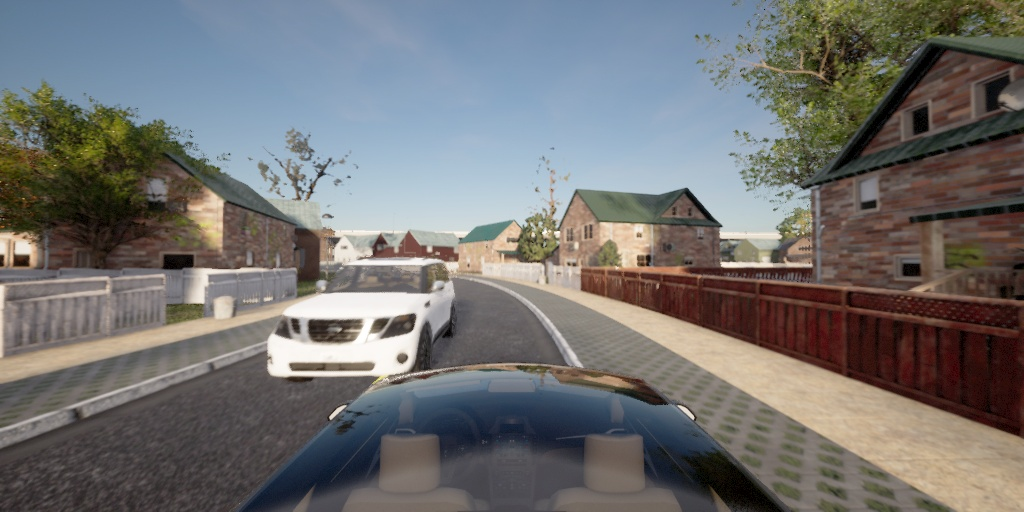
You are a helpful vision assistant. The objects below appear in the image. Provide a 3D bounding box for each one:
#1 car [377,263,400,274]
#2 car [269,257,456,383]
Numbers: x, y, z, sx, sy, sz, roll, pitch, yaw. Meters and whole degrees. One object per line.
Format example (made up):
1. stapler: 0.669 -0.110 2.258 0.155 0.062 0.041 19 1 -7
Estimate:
1. car: -17.884 1.809 51.823 1.812 1.442 4.674 1 -1 -37
2. car: -2.521 1.041 7.626 2.150 2.045 5.566 0 -1 -1
